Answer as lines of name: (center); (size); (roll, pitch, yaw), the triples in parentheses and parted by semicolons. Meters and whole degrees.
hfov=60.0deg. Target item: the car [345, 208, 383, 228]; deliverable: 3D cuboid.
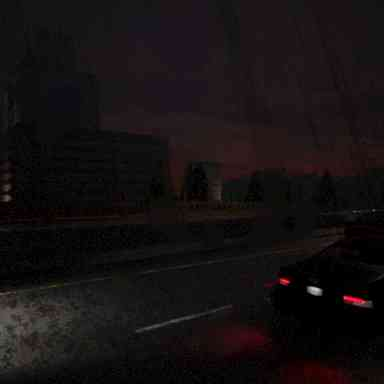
car: (8.508, 1.526, 14.120); (5.008, 1.535, 1.882); (0, 0, -36)

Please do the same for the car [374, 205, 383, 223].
car: (18.799, 2.115, 30.304); (5.008, 1.535, 1.882); (5, -3, -35)

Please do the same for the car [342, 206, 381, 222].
car: (20.465, 2.690, 40.084); (4.902, 1.511, 2.128); (7, -4, -35)

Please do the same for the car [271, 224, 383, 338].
car: (3.916, 1.570, 6.544); (5.357, 1.411, 2.033); (0, 0, -36)
